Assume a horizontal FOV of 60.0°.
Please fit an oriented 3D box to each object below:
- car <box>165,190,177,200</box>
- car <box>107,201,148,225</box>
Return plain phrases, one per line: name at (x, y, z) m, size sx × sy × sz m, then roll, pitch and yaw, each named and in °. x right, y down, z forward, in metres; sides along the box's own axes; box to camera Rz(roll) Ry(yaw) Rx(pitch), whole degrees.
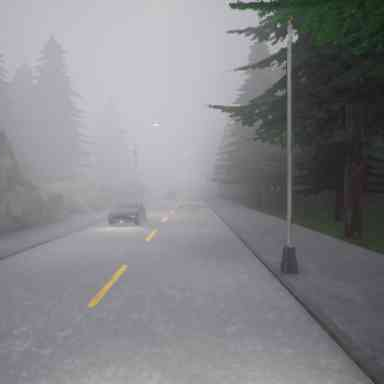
car at (-4.013, 0.556, 64.129) m, size 2.150 × 2.045 × 5.566 m, roll 0°, pitch 1°, yaw 0°
car at (-4.095, 1.307, 21.925) m, size 2.033 × 1.411 × 5.357 m, roll 0°, pitch 1°, yaw 0°
